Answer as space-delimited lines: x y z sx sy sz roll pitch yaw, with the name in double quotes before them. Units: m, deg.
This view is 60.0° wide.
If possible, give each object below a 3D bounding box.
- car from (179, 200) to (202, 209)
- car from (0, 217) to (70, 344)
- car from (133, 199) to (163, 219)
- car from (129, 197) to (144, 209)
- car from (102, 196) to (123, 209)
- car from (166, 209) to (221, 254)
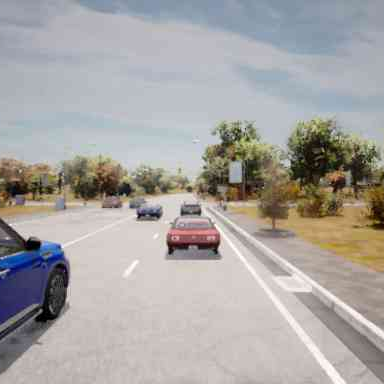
"car" -0.095 1.482 30.080 2.128 1.511 4.902 0 0 0
"car" -3.416 1.222 4.083 2.150 2.045 5.566 0 0 0
"car" -3.588 1.593 29.020 1.895 1.301 4.718 0 0 0
"car" -7.318 1.512 45.225 1.837 1.490 4.892 0 0 0
"car" -10.818 1.371 45.350 2.097 1.767 4.553 0 0 0
"car" 0.032 1.597 13.486 1.895 1.301 4.718 0 0 0
